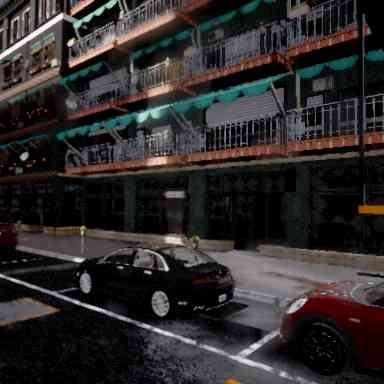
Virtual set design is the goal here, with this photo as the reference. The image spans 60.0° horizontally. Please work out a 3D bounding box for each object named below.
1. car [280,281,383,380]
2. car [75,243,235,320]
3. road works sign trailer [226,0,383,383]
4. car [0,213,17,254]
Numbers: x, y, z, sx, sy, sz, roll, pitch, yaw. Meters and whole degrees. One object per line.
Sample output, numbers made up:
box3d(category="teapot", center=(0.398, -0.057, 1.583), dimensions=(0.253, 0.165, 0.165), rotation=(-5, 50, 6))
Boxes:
box3d(category="car", center=(3.284, 1.706, 4.450), dimensions=(4.097, 1.590, 1.967), rotation=(-1, -3, 39))
box3d(category="car", center=(-1.086, 1.902, 8.003), dimensions=(4.403, 1.369, 2.008), rotation=(-1, -3, 39))
box3d(category="road works sign trailer", center=(1.499, 0.613, 2.493), dimensions=(2.880, 3.560, 2.380), rotation=(-1, -3, 39))
box3d(category="car", center=(-9.822, 1.836, 15.133), dimensions=(5.009, 1.841, 2.192), rotation=(-1, -3, 39))
